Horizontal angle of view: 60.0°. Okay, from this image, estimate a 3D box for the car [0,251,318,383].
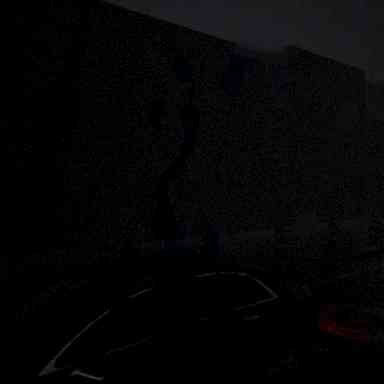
[{"bbox_3d":[-0.664,1.503,3.519,4.892,1.490,1.837,0,0,-35],"label":"car"}]
